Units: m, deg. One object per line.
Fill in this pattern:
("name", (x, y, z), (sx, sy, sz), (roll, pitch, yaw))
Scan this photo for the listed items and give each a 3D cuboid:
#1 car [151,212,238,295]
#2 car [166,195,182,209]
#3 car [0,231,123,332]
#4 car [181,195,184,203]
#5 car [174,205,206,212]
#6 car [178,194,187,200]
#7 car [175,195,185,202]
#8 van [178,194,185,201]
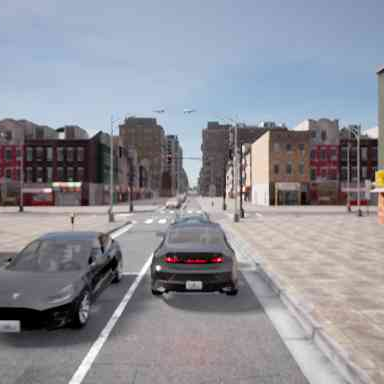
("car", (0.076, 1.490, 8.636), (1.837, 1.490, 4.892), (0, 0, 1))
("car", (-2.608, 1.487, 44.556), (1.752, 1.417, 4.829), (0, 0, 0))
("car", (-2.629, 1.553, 6.956), (1.947, 1.339, 4.313), (0, 0, 0))
("car", (-2.605, 1.508, 50.331), (1.887, 1.381, 4.507), (0, 0, 0))
("car", (0.039, 1.575, 17.847), (1.895, 1.301, 4.718), (0, 0, 1))
("car", (-2.595, 1.420, 67.147), (1.967, 1.590, 4.097), (0, 0, 0))
("car", (-2.592, 1.428, 72.752), (1.967, 1.590, 4.097), (0, 0, 0))
("van", (-2.585, 1.349, 83.964), (1.690, 1.788, 3.998), (0, 0, 0))
